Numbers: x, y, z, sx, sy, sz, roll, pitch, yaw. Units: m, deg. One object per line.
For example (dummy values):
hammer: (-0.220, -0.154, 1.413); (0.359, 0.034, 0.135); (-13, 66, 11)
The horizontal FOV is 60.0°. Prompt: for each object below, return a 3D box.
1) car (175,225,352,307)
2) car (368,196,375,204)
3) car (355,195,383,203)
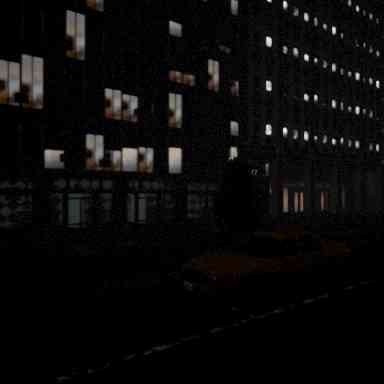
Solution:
car: (1.892, 1.508, 7.907); (4.829, 1.417, 1.752); (0, 0, -36)
car: (28.454, 1.267, 51.103); (2.008, 1.369, 4.403); (0, 0, -35)
car: (32.203, 1.295, 60.420); (1.802, 1.307, 4.206); (0, 0, -35)
